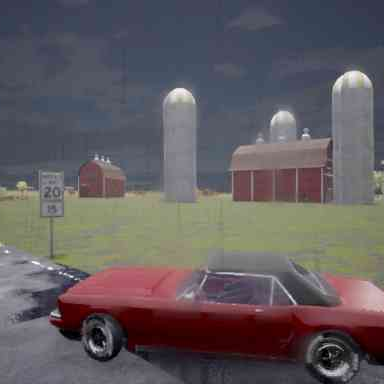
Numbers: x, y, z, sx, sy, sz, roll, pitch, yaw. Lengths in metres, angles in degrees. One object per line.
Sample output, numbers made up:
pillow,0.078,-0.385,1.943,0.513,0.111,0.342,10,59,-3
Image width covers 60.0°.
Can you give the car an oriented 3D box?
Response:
car,0.455,1.605,4.972,4.718,1.301,1.895,0,0,10
